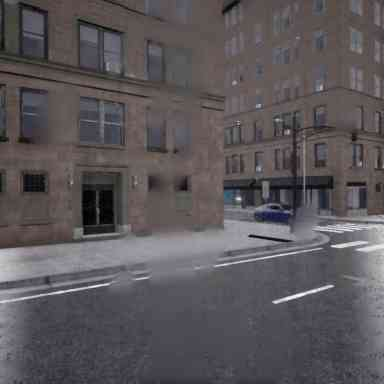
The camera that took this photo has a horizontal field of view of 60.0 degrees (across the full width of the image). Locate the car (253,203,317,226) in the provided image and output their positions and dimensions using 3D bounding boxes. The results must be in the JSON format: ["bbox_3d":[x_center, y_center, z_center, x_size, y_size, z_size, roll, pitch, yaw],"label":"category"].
[{"bbox_3d":[6.114,1.477,22.440,1.812,1.442,4.674,-1,1,-32],"label":"car"}]
